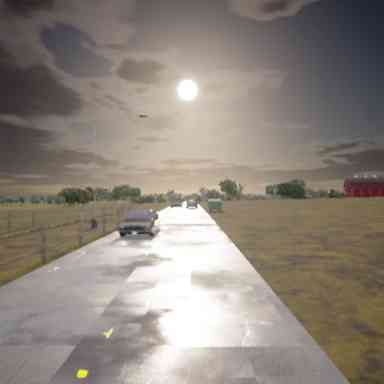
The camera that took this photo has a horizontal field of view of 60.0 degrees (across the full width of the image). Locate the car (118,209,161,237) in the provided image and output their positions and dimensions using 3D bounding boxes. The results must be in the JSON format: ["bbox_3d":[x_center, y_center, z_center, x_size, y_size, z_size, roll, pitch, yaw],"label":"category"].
[{"bbox_3d":[-2.850,1.689,19.192,2.033,1.411,5.357,0,-1,0],"label":"car"}]

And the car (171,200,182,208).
[{"bbox_3d":[-2.785,2.237,60.703,1.994,1.385,4.181,0,-1,1],"label":"car"}]

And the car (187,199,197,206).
[{"bbox_3d":[0.002,2.290,72.627,2.033,1.411,5.357,0,-1,0],"label":"car"}]

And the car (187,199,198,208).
[{"bbox_3d":[0.031,2.146,59.351,2.128,1.511,4.902,0,-1,1],"label":"car"}]

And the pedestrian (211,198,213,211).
[{"bbox_3d":[2.826,1.729,47.341,0.375,1.860,0.375,0,-1,-10],"label":"pedestrian"}]
